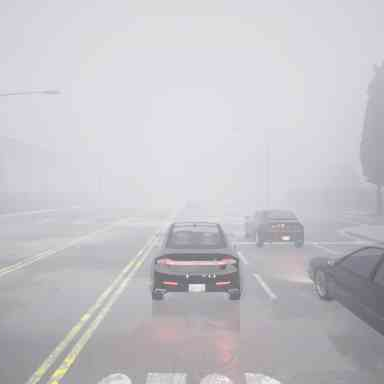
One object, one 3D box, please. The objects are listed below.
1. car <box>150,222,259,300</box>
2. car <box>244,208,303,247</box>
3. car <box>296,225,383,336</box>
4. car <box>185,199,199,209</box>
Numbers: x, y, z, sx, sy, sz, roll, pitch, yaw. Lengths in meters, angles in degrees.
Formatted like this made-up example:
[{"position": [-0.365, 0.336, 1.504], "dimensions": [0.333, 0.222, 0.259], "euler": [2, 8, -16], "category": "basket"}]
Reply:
[{"position": [0.082, 1.492, 8.345], "dimensions": [2.128, 1.511, 4.902], "euler": [0, 0, 0], "category": "car"}, {"position": [3.565, 1.505, 15.046], "dimensions": [1.837, 1.490, 4.892], "euler": [0, 0, 0], "category": "car"}, {"position": [3.588, 1.547, 5.300], "dimensions": [2.033, 1.411, 5.357], "euler": [0, 0, 0], "category": "car"}, {"position": [0.001, 1.601, 44.139], "dimensions": [1.895, 1.301, 4.718], "euler": [0, 0, 0], "category": "car"}]
